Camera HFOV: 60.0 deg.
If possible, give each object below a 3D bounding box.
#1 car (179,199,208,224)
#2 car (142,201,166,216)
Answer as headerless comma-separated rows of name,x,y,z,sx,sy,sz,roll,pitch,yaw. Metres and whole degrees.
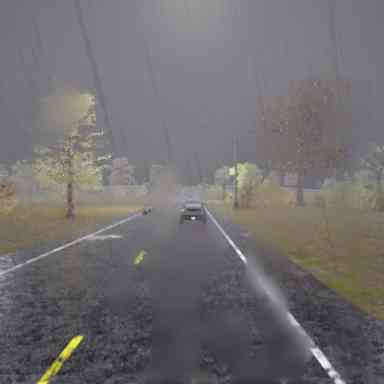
car,0.095,1.503,24.679,1.837,1.490,4.892,0,0,0
car,-3.602,1.559,32.240,1.994,1.385,4.181,0,0,0
